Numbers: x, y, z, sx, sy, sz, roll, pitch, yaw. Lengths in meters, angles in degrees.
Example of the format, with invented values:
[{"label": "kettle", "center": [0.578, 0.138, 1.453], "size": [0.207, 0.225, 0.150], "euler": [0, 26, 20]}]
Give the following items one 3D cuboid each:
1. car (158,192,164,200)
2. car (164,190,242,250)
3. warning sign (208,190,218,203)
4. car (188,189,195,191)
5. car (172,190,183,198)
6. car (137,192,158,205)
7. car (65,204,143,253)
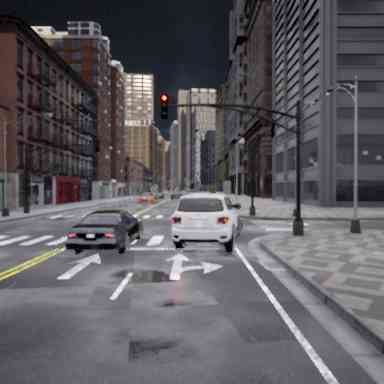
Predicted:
[{"label": "car", "center": [-6.410, 0.795, 65.555], "size": [1.837, 1.490, 4.892], "euler": [0, 1, 0]}, {"label": "car", "center": [0.741, 1.078, 13.748], "size": [2.150, 2.045, 5.566], "euler": [-1, 1, 11]}, {"label": "warning sign", "center": [2.924, 0.605, 47.133], "size": [1.300, 1.860, 1.060], "euler": [0, 1, 0]}, {"label": "car", "center": [0.142, 0.533, 62.954], "size": [2.150, 2.045, 5.566], "euler": [0, 1, 1]}, {"label": "car", "center": [-3.132, 0.429, 73.626], "size": [2.097, 1.767, 4.553], "euler": [0, 1, 0]}, {"label": "car", "center": [-6.513, 0.841, 47.250], "size": [2.097, 1.767, 4.553], "euler": [0, 1, 0]}, {"label": "car", "center": [-3.174, 1.411, 12.996], "size": [2.033, 1.411, 5.357], "euler": [0, 1, 1]}]
